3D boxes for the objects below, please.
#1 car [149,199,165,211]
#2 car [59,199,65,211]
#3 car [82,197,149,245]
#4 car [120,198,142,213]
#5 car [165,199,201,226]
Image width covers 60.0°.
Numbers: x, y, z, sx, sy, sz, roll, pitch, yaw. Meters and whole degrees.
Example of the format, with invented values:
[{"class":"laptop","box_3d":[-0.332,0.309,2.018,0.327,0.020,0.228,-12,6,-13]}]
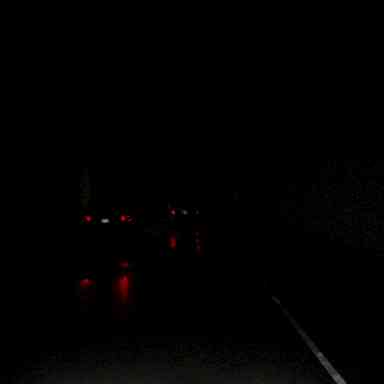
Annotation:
[{"class":"car","box_3d":[-4.115,1.578,41.032,2.033,1.411,5.357,0,0,-17]},{"class":"car","box_3d":[-14.430,1.520,38.139,2.128,1.511,4.902,0,0,-17]},{"class":"car","box_3d":[-3.508,1.233,15.791,2.150,2.045,5.566,0,0,-2]},{"class":"car","box_3d":[-7.204,1.521,38.969,2.128,1.511,4.902,0,0,-16]},{"class":"car","box_3d":[-0.646,1.369,23.637,2.097,1.767,4.553,0,0,-6]}]
